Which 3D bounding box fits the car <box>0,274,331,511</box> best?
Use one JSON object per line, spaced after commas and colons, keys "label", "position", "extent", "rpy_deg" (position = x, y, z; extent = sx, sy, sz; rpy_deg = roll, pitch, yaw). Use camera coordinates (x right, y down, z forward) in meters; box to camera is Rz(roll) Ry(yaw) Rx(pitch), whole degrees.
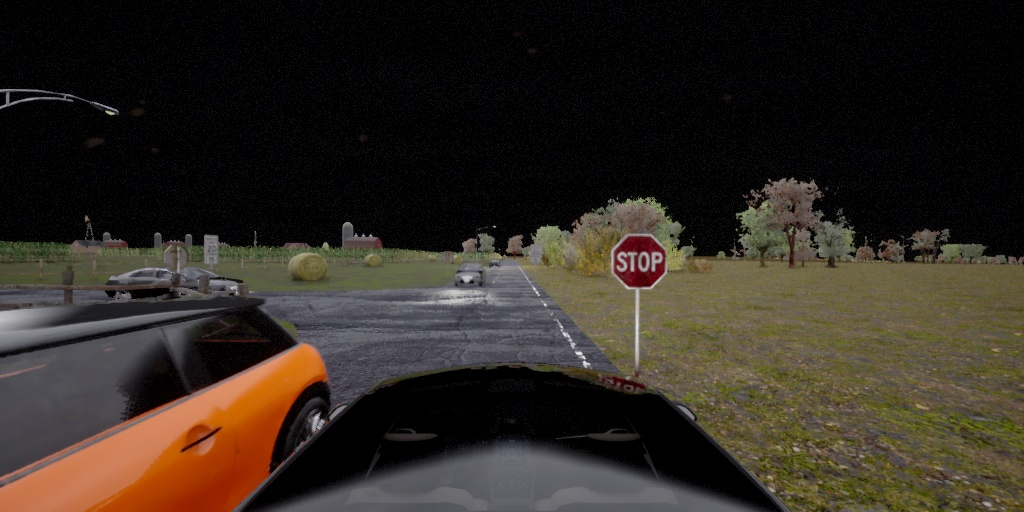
{"label": "car", "position": [-2.751, 1.101, 1.494], "extent": [2.097, 1.767, 4.553], "rpy_deg": [0, 0, 0]}

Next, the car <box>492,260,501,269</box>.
{"label": "car", "position": [-2.786, 1.287, 59.077], "extent": [2.033, 1.411, 5.357], "rpy_deg": [0, 0, 0]}

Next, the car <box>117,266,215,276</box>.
{"label": "car", "position": [-13.332, 1.175, 14.418], "extent": [4.902, 1.511, 2.128], "rpy_deg": [1, 1, 3]}

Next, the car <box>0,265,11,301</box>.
{"label": "car", "position": [-23.921, 1.114, 14.437], "extent": [4.892, 1.490, 1.837], "rpy_deg": [1, 1, -1]}

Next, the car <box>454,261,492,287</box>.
{"label": "car", "position": [-2.765, 1.249, 24.457], "extent": [2.128, 1.511, 4.902], "rpy_deg": [0, 0, 0]}
